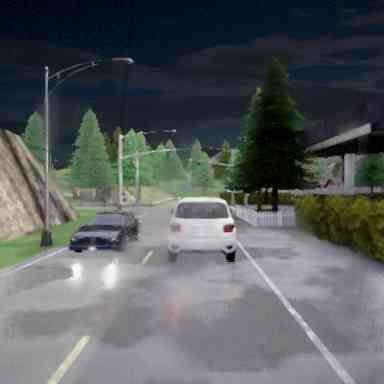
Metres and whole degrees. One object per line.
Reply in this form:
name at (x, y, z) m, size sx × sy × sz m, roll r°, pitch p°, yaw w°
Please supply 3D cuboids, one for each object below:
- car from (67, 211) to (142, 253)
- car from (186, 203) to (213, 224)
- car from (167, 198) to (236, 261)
car at (-3.337, 1.537, 13.906) m, size 2.033 × 1.411 × 5.357 m, roll 0°, pitch 0°, yaw 1°
car at (0.542, 1.579, 25.680) m, size 1.895 × 1.301 × 4.718 m, roll 0°, pitch 0°, yaw 1°
car at (0.337, 1.212, 12.312) m, size 2.150 × 2.045 × 5.566 m, roll 0°, pitch 0°, yaw 1°
